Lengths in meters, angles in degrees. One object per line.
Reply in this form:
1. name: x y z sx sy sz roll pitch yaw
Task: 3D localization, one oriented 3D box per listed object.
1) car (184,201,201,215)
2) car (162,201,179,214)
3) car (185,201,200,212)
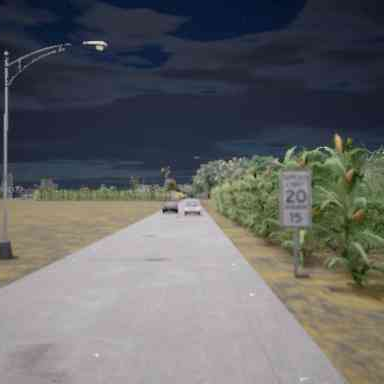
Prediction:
1. car: 0.025 1.988 38.526 1.895 1.301 4.718 0 -1 0
2. car: -2.722 1.908 42.671 1.882 1.535 5.008 0 -1 0
3. car: 0.034 2.033 48.638 2.033 1.411 5.357 0 -1 0
